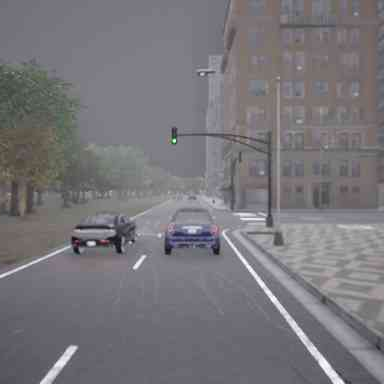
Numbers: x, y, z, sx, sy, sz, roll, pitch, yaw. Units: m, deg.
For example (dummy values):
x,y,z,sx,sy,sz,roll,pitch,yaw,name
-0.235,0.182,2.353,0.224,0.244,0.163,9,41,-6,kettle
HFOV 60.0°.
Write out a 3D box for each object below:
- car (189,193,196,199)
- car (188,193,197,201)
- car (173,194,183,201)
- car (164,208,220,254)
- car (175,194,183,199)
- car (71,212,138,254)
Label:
x,y,z,sx,sy,sz,roll,pitch,yaw,name
0.062,1.050,88.444,1.812,1.442,4.674,0,1,0,car
0.055,1.302,77.195,1.837,1.490,4.892,0,1,0,car
-3.445,1.328,76.781,2.033,1.411,5.357,0,1,0,car
0.014,1.442,14.176,2.097,1.767,4.553,0,0,0,car
-3.437,1.121,88.478,1.895,1.301,4.718,0,1,0,car
-3.490,1.583,13.969,2.128,1.511,4.902,0,0,0,car
